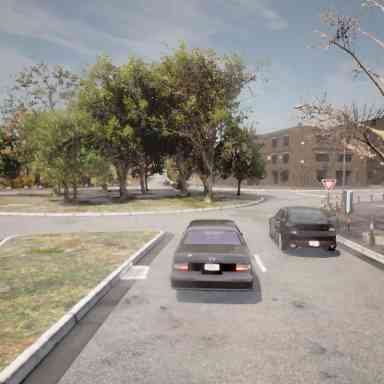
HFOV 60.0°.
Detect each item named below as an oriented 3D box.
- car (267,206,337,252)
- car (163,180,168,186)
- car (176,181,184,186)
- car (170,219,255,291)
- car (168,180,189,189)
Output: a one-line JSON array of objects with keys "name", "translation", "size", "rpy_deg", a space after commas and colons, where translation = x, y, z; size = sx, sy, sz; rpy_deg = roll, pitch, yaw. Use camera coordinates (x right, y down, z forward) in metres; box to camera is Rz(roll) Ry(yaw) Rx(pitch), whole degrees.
[{"name": "car", "translation": [4.177, 1.313, 13.094], "size": [1.837, 1.490, 4.892], "rpy_deg": [0, 2, 6]}, {"name": "car", "translation": [-6.342, -2.188, 84.113], "size": [1.837, 1.490, 4.892], "rpy_deg": [0, 1, -4]}, {"name": "car", "translation": [-3.076, -2.101, 84.104], "size": [1.895, 1.301, 4.718], "rpy_deg": [0, 1, -4]}, {"name": "car", "translation": [0.549, 1.449, 8.951], "size": [2.033, 1.411, 5.357], "rpy_deg": [0, 1, 4]}, {"name": "car", "translation": [-2.622, -1.331, 63.148], "size": [2.033, 1.411, 5.357], "rpy_deg": [-1, 3, -15]}]
